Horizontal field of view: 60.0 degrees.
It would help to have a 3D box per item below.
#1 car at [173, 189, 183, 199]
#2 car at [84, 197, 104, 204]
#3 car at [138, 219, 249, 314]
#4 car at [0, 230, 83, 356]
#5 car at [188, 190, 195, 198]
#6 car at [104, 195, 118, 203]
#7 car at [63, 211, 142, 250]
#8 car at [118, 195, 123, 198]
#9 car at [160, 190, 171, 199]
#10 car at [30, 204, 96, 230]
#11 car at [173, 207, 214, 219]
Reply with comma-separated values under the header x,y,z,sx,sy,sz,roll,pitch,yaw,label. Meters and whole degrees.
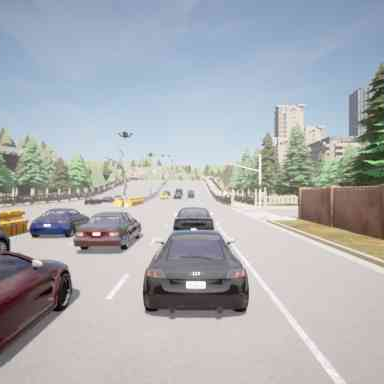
x,y,z,sx,sy,sz,roll,pitch,yaw,label
-3.725,0.903,86.864,2.097,1.767,4.553,0,3,0,car
-17.651,1.601,59.287,1.895,1.301,4.718,0,0,0,car
0.086,1.564,7.716,1.994,1.385,4.181,0,0,1,car
-3.412,1.564,5.106,1.994,1.385,4.181,0,0,0,car
-0.246,0.838,90.037,1.837,1.490,4.892,0,4,0,car
-17.605,1.539,69.161,2.033,1.411,5.357,0,0,0,car
-3.413,1.547,14.347,2.033,1.411,5.357,0,0,0,car
-17.671,1.402,79.108,1.812,1.442,4.674,0,1,0,car
-7.225,1.024,86.877,1.882,1.535,5.008,0,3,0,car
-6.925,1.564,17.905,1.994,1.385,4.181,0,0,0,car
0.078,1.478,16.706,1.882,1.535,5.008,0,0,0,car
